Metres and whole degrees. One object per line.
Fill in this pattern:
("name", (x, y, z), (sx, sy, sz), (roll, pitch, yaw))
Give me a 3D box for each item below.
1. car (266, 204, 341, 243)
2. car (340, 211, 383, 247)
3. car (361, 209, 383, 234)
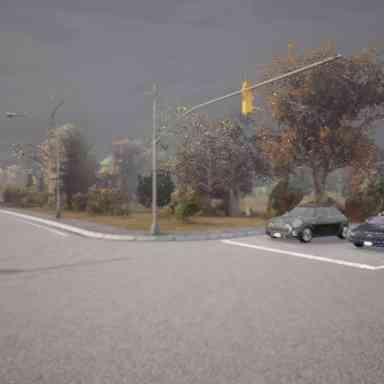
("car", (5.879, 1.468, 16.829), (4.553, 1.767, 2.097), (2, -1, -34))
("car", (8.997, 1.693, 14.728), (5.357, 1.411, 2.033), (2, -1, -39))
("car", (13.366, 1.927, 22.117), (4.674, 1.442, 1.812), (3, -2, -35))
